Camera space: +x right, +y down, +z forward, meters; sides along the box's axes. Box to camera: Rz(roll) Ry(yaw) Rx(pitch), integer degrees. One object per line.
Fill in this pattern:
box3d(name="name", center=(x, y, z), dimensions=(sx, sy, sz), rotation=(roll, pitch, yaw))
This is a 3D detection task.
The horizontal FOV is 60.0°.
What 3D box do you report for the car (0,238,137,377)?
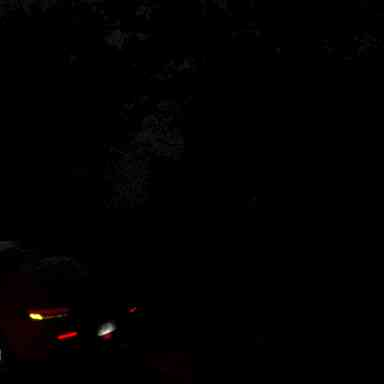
box3d(name="car", center=(-2.933, 1.509, 5.469), dimensions=(4.674, 1.442, 1.812), rotation=(0, 0, 35))
